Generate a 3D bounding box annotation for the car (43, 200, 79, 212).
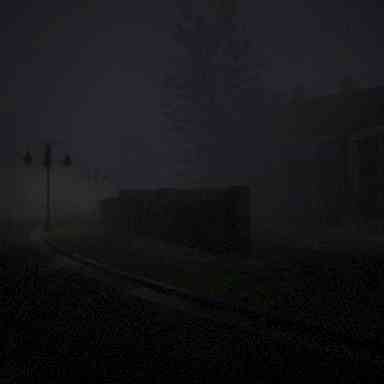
[{"bbox_3d":[-15.257,1.592,39.099,1.895,1.301,4.718,0,0,12],"label":"car"}]
